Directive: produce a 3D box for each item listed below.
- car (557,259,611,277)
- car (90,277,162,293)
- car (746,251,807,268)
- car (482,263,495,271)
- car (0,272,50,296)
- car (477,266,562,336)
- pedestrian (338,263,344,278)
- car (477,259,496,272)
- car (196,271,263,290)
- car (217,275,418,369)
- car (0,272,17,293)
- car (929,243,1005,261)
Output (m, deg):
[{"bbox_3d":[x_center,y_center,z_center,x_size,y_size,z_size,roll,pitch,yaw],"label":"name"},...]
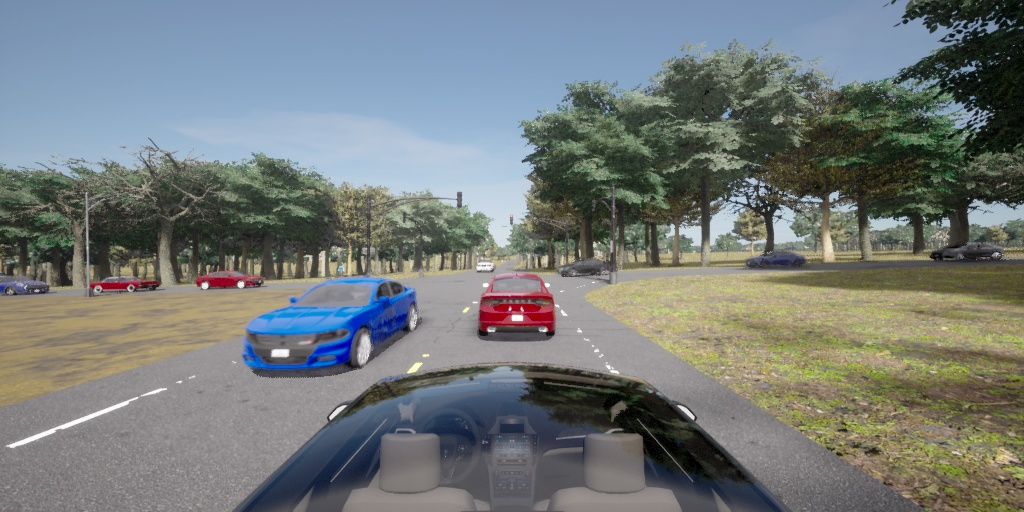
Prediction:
[{"bbox_3d":[6.114,0.966,30.323,4.674,1.442,1.812,-2,-1,-20],"label":"car"},{"bbox_3d":[-33.040,2.415,30.647,4.718,1.301,1.895,-2,-1,3],"label":"car"},{"bbox_3d":[23.443,0.303,31.899,4.674,1.442,1.812,-2,-1,2],"label":"car"},{"bbox_3d":[-4.074,1.907,62.961,1.994,1.385,4.181,0,-1,0],"label":"car"},{"bbox_3d":[-43.321,2.500,31.141,4.553,1.767,2.097,-2,-1,3],"label":"car"},{"bbox_3d":[0.129,1.229,10.446,1.882,1.535,5.008,0,0,0],"label":"car"},{"bbox_3d":[-17.905,1.665,37.570,0.375,1.860,0.375,0,1,3],"label":"pedestrian"},{"bbox_3d":[-3.910,1.391,53.011,2.150,2.045,5.566,0,-1,1],"label":"car"},{"bbox_3d":[-23.682,1.973,30.224,5.008,1.535,1.882,-2,-1,2],"label":"car"},{"bbox_3d":[-3.558,1.229,8.042,1.882,1.535,5.008,0,0,1],"label":"car"},{"bbox_3d":[-52.812,2.699,35.247,5.566,2.045,2.150,-2,-1,3],"label":"car"},{"bbox_3d":[39.515,-0.339,31.211,4.892,1.490,1.837,-2,-1,3],"label":"car"}]
